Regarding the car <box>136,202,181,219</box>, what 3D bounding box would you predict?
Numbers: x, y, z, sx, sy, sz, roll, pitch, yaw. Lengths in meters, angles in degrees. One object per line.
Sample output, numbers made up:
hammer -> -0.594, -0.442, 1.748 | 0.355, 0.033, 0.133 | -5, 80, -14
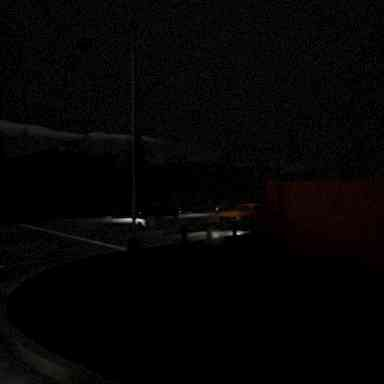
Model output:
car -> -3.039, 1.646, 30.126 | 4.181, 1.385, 1.994 | 0, 0, -44

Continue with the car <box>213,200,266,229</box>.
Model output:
car -> 3.734, 1.511, 22.068 | 5.008, 1.535, 1.882 | 0, 0, -44
